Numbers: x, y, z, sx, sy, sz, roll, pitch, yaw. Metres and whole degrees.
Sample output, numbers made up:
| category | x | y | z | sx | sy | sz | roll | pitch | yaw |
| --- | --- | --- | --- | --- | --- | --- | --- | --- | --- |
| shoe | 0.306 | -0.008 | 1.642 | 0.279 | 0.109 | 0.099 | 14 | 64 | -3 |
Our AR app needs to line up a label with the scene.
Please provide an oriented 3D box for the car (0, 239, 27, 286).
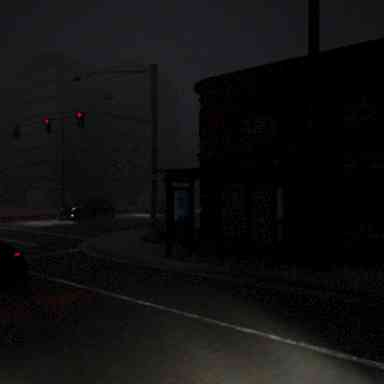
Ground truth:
| category | x | y | z | sx | sy | sz | roll | pitch | yaw |
| --- | --- | --- | --- | --- | --- | --- | --- | --- | --- |
| car | -5.971 | 1.567 | 8.250 | 4.181 | 1.385 | 1.994 | 0 | 0 | 36 |

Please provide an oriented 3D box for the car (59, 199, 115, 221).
| category | x | y | z | sx | sy | sz | roll | pitch | yaw |
| --- | --- | --- | --- | --- | --- | --- | --- | --- | --- |
| car | -8.689 | 1.361 | 27.818 | 2.097 | 1.767 | 4.553 | 0 | 0 | 36 |

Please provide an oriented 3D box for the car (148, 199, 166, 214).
| category | x | y | z | sx | sy | sz | roll | pitch | yaw |
| --- | --- | --- | --- | --- | --- | --- | --- | --- | --- |
| car | -2.767 | 1.536 | 36.154 | 1.812 | 1.442 | 4.674 | 0 | 0 | 36 |
